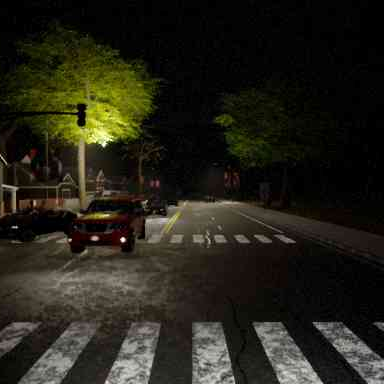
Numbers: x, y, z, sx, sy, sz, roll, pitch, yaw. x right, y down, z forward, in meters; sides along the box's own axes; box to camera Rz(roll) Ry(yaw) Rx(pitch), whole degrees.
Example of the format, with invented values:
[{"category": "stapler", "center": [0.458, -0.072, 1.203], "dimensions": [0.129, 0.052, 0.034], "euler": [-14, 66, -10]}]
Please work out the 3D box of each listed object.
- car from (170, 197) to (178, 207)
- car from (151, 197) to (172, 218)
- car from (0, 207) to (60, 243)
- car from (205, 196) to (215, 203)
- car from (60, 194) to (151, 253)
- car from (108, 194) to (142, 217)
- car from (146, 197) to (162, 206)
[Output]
[{"category": "car", "center": [-3.062, 1.540, 50.735], "dimensions": [2.033, 1.411, 5.357], "euler": [0, 0, 1]}, {"category": "car", "center": [-3.197, 1.496, 30.528], "dimensions": [1.837, 1.490, 4.892], "euler": [0, 0, 0]}, {"category": "car", "center": [-7.558, 1.486, 16.219], "dimensions": [2.128, 1.511, 4.902], "euler": [0, 0, 17]}, {"category": "car", "center": [3.687, 1.503, 67.625], "dimensions": [1.837, 1.490, 4.892], "euler": [0, 0, 1]}, {"category": "car", "center": [-3.281, 1.217, 14.044], "dimensions": [2.150, 2.045, 5.566], "euler": [0, 0, 0]}, {"category": "car", "center": [-6.437, 1.213, 32.681], "dimensions": [2.150, 2.045, 5.566], "euler": [0, 0, 0]}, {"category": "car", "center": [-6.243, 1.541, 55.738], "dimensions": [2.033, 1.411, 5.357], "euler": [0, 0, 1]}]
